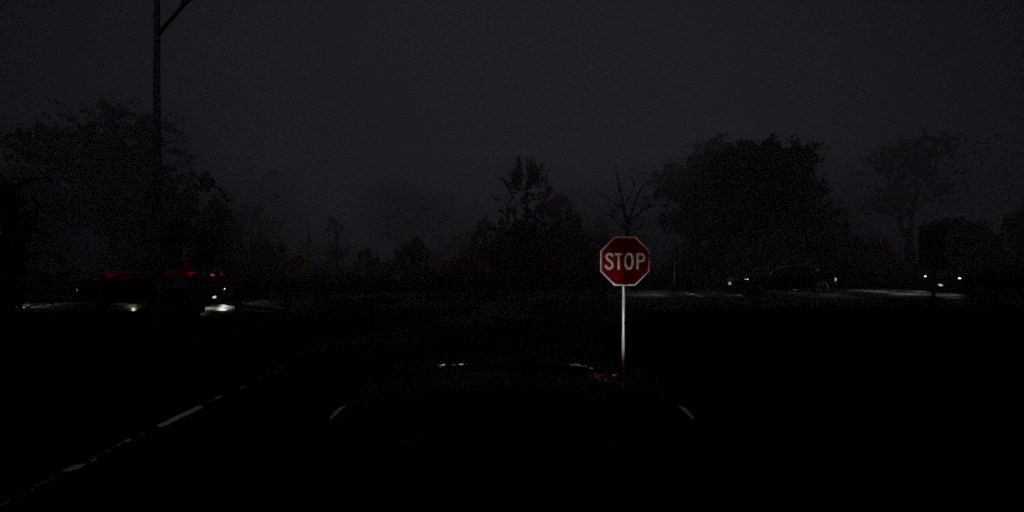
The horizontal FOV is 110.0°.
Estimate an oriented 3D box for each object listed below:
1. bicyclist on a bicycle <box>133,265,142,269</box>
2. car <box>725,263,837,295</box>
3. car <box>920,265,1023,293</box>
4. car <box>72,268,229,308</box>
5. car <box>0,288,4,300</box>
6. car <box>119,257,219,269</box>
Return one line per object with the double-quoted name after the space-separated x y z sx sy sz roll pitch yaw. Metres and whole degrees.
-22.480 1.346 21.569 0.582 1.620 1.656 0 0 1 "bicyclist on a bicycle"
13.501 1.109 18.157 4.902 1.511 2.128 0 0 1 "car"
23.796 1.132 18.046 4.718 1.301 1.895 0 0 1 "car"
-15.518 1.411 15.522 5.357 1.411 2.033 0 0 1 "car"
-25.297 1.417 15.629 5.008 1.535 1.882 0 0 1 "car"
-18.224 1.090 18.584 5.566 2.045 2.150 0 0 0 "car"
